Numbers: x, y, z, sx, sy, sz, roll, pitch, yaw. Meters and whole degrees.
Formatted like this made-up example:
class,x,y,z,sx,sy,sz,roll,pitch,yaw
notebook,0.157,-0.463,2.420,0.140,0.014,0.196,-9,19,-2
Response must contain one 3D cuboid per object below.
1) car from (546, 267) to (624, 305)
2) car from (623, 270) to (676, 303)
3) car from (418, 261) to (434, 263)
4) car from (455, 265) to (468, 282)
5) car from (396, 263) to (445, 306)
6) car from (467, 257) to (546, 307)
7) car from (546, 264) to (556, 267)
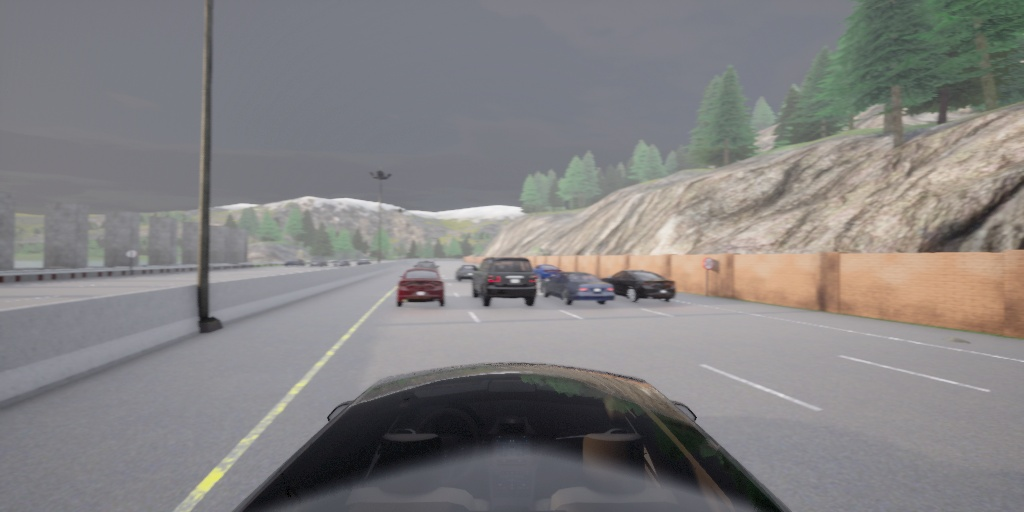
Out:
class,x,y,z,sx,sy,sz,roll,pitch,yaw
car,2.906,1.444,17.127,2.033,1.411,5.357,1,0,-13
car,6.204,1.434,18.426,1.882,1.535,5.008,1,0,-13
car,-7.190,1.178,30.141,2.097,1.767,4.553,1,-1,-12
car,-3.827,1.451,31.142,1.994,1.385,4.181,1,0,-12
car,-4.005,1.261,15.972,1.882,1.535,5.008,1,0,-13
car,-0.498,1.056,16.338,2.150,2.045,5.566,1,0,-13
car,2.981,1.480,32.775,1.882,1.535,5.008,1,0,-12
